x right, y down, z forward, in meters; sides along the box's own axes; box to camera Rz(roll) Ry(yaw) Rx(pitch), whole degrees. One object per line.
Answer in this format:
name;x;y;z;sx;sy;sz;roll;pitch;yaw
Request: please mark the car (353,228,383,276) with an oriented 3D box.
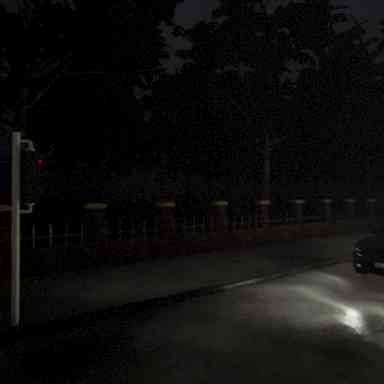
car;6.569;1.532;9.610;5.008;1.535;1.882;1;0;-37
